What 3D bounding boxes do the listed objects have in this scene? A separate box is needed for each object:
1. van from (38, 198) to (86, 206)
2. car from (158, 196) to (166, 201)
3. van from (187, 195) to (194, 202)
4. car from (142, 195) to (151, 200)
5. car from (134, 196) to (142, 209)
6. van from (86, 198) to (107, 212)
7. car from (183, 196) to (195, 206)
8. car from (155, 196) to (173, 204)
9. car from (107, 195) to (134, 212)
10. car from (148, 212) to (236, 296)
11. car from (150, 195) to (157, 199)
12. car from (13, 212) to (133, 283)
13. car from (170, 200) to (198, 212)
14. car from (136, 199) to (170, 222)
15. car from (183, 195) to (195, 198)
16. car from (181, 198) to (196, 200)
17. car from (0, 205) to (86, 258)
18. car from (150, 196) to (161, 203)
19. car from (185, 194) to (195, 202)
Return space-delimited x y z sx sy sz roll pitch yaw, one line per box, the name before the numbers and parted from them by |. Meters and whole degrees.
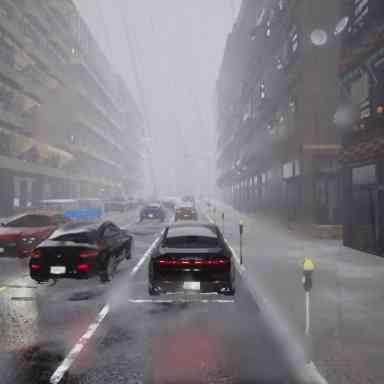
van | -8.312 1.359 20.753 1.690 1.788 3.998 2 0 0
car | -8.327 1.846 92.652 1.802 1.307 4.206 1 0 0
van | -0.475 1.575 87.068 1.690 1.788 3.998 1 0 0
car | -8.322 1.660 53.938 1.947 1.339 4.313 1 0 0
car | -8.314 1.379 42.876 2.192 1.841 5.009 1 0 0
van | -8.314 1.368 26.285 1.690 1.788 3.998 1 0 0
car | -0.473 1.553 59.411 1.967 1.590 4.097 1 0 0
car | -2.925 1.549 40.532 2.128 1.511 4.902 0 0 0
car | -8.314 1.365 37.346 2.192 1.841 5.009 1 0 0
car | 0.000 1.509 8.653 1.837 1.490 4.892 0 0 0
car | -8.318 1.471 70.528 2.192 1.841 5.009 1 0 0
car | -2.919 1.531 9.554 1.812 1.442 4.674 0 0 0
car | -0.438 1.572 26.224 1.887 1.381 4.507 1 0 0
car | -3.022 1.553 26.556 1.812 1.442 4.674 0 0 0
car | -0.429 1.490 37.286 1.967 1.590 4.097 1 0 0
car | -0.439 1.582 31.754 1.887 1.381 4.507 1 0 0
car | -5.871 1.486 12.646 1.882 1.535 5.008 0 0 0
car | -8.324 1.725 76.059 1.887 1.381 4.507 1 0 0
car | -0.473 1.521 81.536 2.192 1.841 5.009 1 0 0
